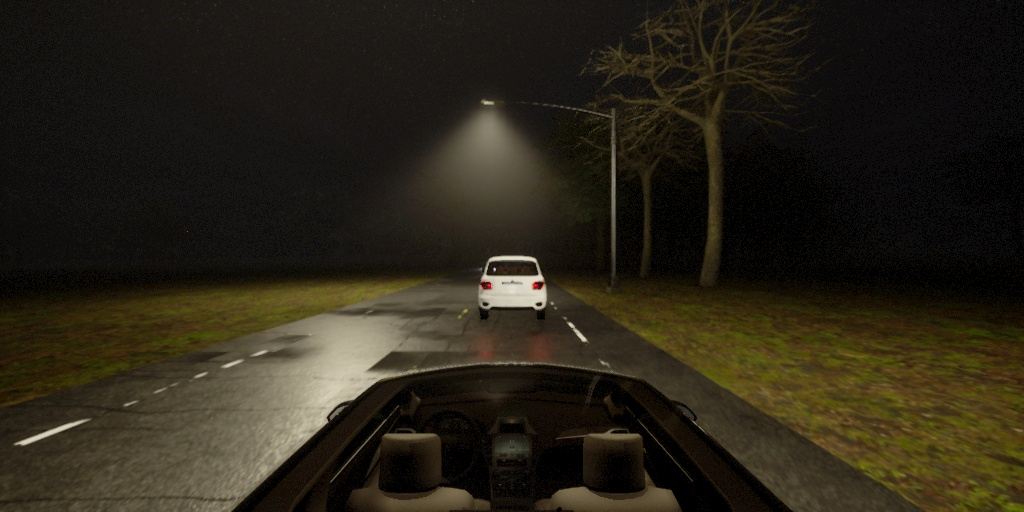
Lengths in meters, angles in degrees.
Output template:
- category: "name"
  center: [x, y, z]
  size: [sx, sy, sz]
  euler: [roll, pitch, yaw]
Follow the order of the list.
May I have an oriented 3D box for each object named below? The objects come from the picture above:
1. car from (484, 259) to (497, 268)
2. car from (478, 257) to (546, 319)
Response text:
- category: "car"
  center: [-3.525, 1.219, 59.847]
  size: [1.895, 1.301, 4.718]
  euler: [0, 1, 1]
- category: "car"
  center: [0.035, 1.039, 13.252]
  size: [2.150, 2.045, 5.566]
  euler: [0, 0, 1]
